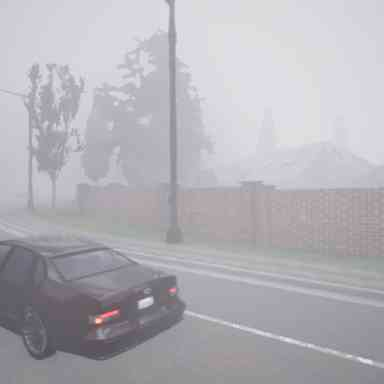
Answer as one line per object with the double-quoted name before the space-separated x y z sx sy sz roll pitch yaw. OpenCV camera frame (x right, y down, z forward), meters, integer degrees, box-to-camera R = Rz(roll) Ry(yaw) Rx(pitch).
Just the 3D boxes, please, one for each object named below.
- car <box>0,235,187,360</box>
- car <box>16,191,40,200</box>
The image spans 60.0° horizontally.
"car" -2.648 1.501 5.891 5.357 1.411 2.033 1 0 36
"car" -28.885 0.634 58.693 1.882 1.535 5.008 -1 1 8
